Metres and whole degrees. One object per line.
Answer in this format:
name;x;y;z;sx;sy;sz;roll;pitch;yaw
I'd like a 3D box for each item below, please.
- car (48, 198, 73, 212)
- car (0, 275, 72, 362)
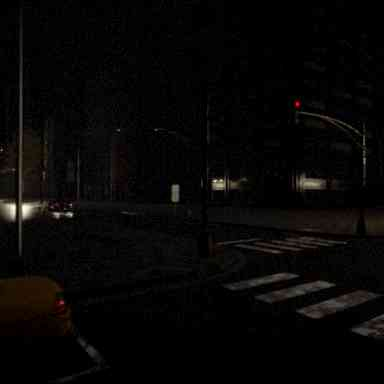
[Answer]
car;-16.859;1.548;42.517;2.097;1.767;4.553;0;-1;-36
car;-3.973;1.515;3.816;4.829;1.417;1.752;1;0;-36
